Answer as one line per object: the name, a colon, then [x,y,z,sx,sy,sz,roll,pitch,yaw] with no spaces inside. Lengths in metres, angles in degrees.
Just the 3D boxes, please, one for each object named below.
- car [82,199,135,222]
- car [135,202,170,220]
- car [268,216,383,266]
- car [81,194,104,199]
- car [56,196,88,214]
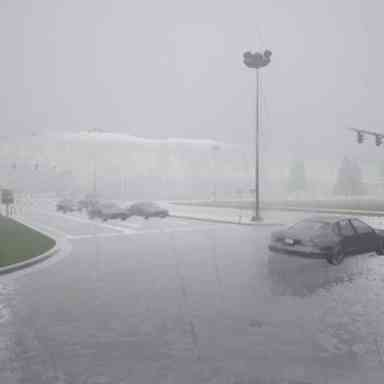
car: [-6.846,1.547,26.777,2.033,1.411,5.357,0,0,-35]
car: [-4.006,1.547,28.824,2.033,1.411,5.357,0,0,-35]
car: [5.014,1.547,11.625,5.357,1.411,2.033,0,0,-36]
car: [-12.184,1.221,40.544,2.150,2.045,5.566,0,0,-34]
car: [-13.304,1.487,36.005,2.128,1.511,4.902,0,0,-35]
